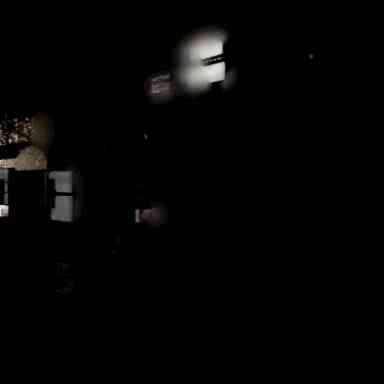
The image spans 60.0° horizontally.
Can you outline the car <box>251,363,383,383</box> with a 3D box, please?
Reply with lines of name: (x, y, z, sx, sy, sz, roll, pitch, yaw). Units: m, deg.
car: (2.054, 1.551, 1.244, 4.403, 1.369, 2.008, 0, 1, 36)
